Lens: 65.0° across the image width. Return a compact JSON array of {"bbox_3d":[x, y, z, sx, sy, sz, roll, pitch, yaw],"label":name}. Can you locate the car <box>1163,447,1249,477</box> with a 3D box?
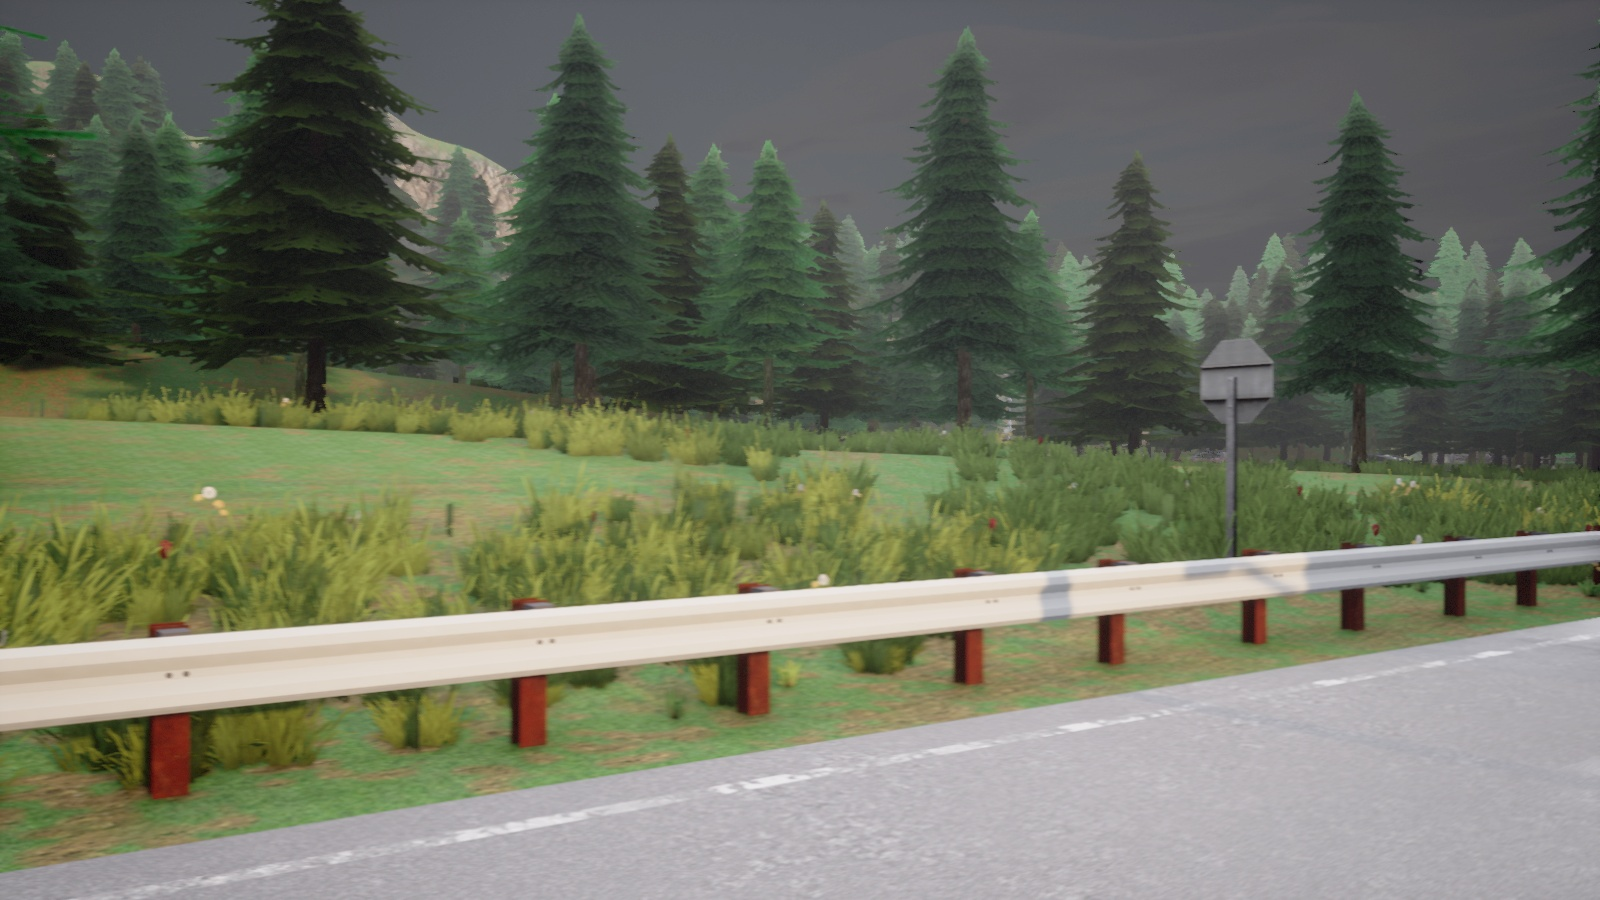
[{"bbox_3d":[24.222,0.705,74.988,2.097,1.767,4.553,0,0,-34],"label":"car"}]

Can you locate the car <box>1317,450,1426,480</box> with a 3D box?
[{"bbox_3d":[30.134,0.791,66.361,1.882,1.535,5.008,0,0,-35],"label":"car"}]
